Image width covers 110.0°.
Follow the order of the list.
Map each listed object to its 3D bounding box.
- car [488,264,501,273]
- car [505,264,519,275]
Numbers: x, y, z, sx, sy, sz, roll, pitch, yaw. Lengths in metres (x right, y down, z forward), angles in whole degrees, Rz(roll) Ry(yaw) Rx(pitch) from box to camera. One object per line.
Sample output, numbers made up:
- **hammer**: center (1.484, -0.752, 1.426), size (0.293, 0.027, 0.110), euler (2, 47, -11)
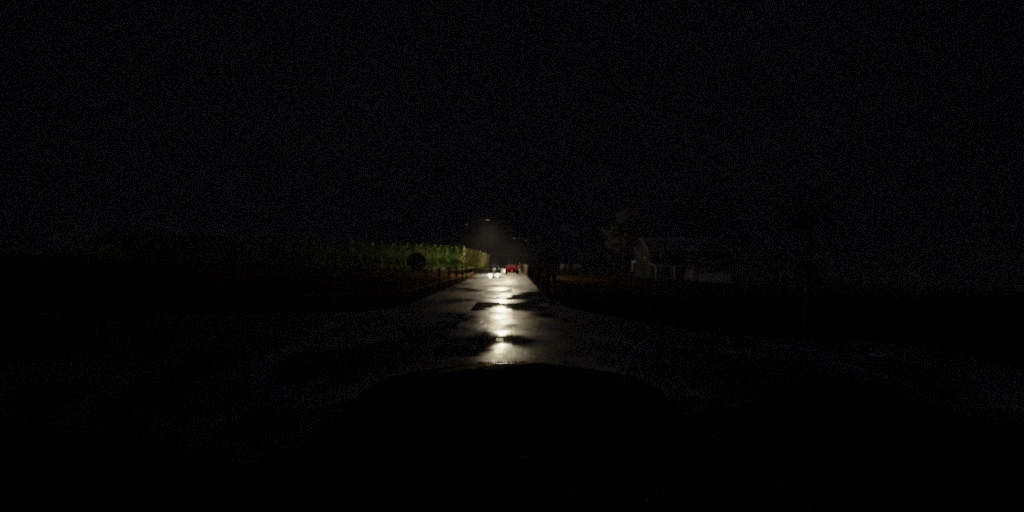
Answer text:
- **car**: center (-2.769, 1.994, 57.993), size (2.128, 1.511, 4.902), euler (0, -1, 0)
- **car**: center (-0.017, 1.915, 52.964), size (1.882, 1.535, 5.008), euler (0, -1, 0)
